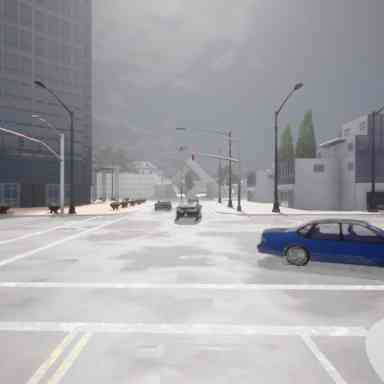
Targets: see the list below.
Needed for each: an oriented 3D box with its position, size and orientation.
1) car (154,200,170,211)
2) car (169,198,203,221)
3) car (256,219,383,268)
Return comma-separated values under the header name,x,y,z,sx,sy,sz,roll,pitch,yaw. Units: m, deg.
name,x,y,z,sx,sy,sz,roll,pitch,yaw
car,-3.615,1.601,41.553,1.895,1.301,4.718,0,0,0
car,-0.232,1.508,27.151,2.128,1.511,4.902,0,0,5
car,4.748,1.548,10.188,5.357,1.411,2.033,0,0,27
